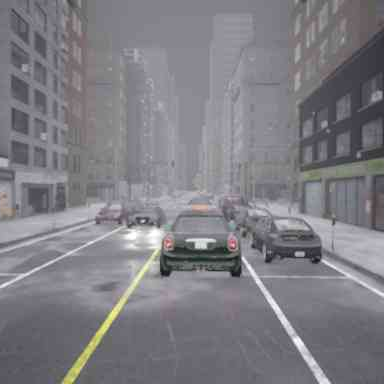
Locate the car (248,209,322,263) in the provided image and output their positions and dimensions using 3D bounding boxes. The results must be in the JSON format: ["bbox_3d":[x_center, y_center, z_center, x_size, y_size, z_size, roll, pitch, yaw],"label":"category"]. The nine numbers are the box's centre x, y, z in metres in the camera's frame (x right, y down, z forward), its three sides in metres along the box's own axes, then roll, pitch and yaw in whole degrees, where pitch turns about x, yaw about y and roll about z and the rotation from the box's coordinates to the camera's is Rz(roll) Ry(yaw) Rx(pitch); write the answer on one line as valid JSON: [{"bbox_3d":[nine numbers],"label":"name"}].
[{"bbox_3d":[3.061,1.492,11.489,2.008,1.369,4.403,0,0,1],"label":"car"}]

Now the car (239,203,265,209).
[{"bbox_3d":[3.169,1.458,17.012,2.008,1.369,4.403,0,0,1],"label":"car"}]

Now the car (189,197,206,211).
[{"bbox_3d":[0.724,1.289,38.224,1.812,1.442,4.674,0,0,3],"label":"car"}]

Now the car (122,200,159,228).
[{"bbox_3d":[-2.715,1.422,20.553,1.994,1.385,4.181,0,0,1],"label":"car"}]

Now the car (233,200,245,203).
[{"bbox_3d":[3.277,1.439,22.534,1.947,1.339,4.313,0,0,1],"label":"car"}]

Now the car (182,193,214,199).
[{"bbox_3d":[0.555,1.201,24.304,2.097,1.767,4.553,0,0,1],"label":"car"}]

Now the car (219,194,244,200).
[{"bbox_3d":[3.387,1.154,28.056,2.192,1.841,5.009,0,0,1],"label":"car"}]

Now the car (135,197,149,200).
[{"bbox_3d":[-5.139,1.365,28.217,1.947,1.339,4.313,0,0,1],"label":"car"}]

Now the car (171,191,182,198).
[{"bbox_3d":[-4.482,0.901,88.763,1.967,1.590,4.097,0,0,0],"label":"car"}]

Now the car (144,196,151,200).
[{"bbox_3d":[-5.030,1.205,33.740,1.967,1.590,4.097,0,0,1],"label":"car"}]

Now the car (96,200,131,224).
[{"bbox_3d":[-5.247,1.415,22.694,1.802,1.307,4.206,0,0,1],"label":"car"}]

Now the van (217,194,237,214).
[{"bbox_3d":[3.495,1.146,33.578,1.690,1.788,3.998,0,0,1],"label":"van"}]

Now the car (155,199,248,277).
[{"bbox_3d":[0.274,1.292,10.240,2.097,1.767,4.553,0,1,2],"label":"car"}]
